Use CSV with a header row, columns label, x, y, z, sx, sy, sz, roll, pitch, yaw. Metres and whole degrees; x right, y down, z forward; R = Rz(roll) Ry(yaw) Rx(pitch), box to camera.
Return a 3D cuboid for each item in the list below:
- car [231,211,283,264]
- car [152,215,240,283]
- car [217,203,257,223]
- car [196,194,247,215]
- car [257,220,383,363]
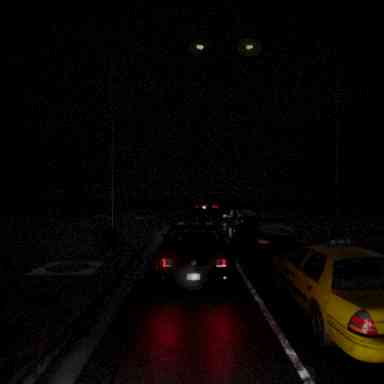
label,x,y,z,sx,sy,sz,roll,pitch,yaw
car,2.611,1.546,11.461,1.802,1.307,4.206,-1,0,0
car,0.054,1.571,9.517,1.895,1.301,4.718,0,0,0
car,2.604,1.497,16.993,2.008,1.369,4.403,-1,0,0
car,2.596,1.161,25.483,2.150,2.045,5.566,-2,-1,40
car,2.616,1.506,6.098,1.752,1.417,4.829,-1,0,0
